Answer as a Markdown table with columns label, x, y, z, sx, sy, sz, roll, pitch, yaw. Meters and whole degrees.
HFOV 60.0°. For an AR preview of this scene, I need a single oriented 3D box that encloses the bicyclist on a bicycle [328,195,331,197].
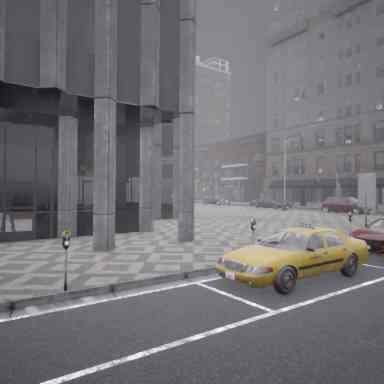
| label | x | y | z | sx | sy | sz | roll | pitch | yaw |
| --- | --- | --- | --- | --- | --- | --- | --- | --- | --- |
| bicyclist on a bicycle | 16.342 | 1.159 | 39.501 | 1.656 | 1.620 | 0.582 | 0 | 0 | -35 |

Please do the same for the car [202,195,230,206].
| label | x | y | z | sx | sy | sz | roll | pitch | yaw |
| --- | --- | --- | --- | --- | --- | --- | --- | --- | --- |
| car | 3.391 | 1.161 | 47.060 | 2.128 | 1.511 | 4.902 | 1 | 0 | -35 |

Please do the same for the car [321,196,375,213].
| label | x | y | z | sx | sy | sz | roll | pitch | yaw |
| --- | --- | --- | --- | --- | --- | --- | --- | --- | --- |
| car | 14.578 | 1.198 | 31.177 | 2.097 | 1.767 | 4.553 | 1 | 0 | -35 |

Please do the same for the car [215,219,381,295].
| label | x | y | z | sx | sy | sz | roll | pitch | yaw |
| --- | --- | --- | --- | --- | --- | --- | --- | --- | --- |
| car | 2.803 | 1.527 | 8.755 | 4.829 | 1.417 | 1.752 | 0 | 1 | -36 |

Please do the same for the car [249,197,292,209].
| label | x | y | z | sx | sy | sz | roll | pitch | yaw |
| --- | --- | --- | --- | --- | --- | --- | --- | --- | --- |
| car | 9.065 | 1.307 | 38.992 | 2.033 | 1.411 | 5.357 | 1 | 0 | -36 |

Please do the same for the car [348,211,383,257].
| label | x | y | z | sx | sy | sz | roll | pitch | yaw |
| --- | --- | --- | --- | --- | --- | --- | --- | --- | --- |
| car | 7.520 | 1.547 | 12.121 | 4.507 | 1.381 | 1.887 | 0 | 1 | -36 |
